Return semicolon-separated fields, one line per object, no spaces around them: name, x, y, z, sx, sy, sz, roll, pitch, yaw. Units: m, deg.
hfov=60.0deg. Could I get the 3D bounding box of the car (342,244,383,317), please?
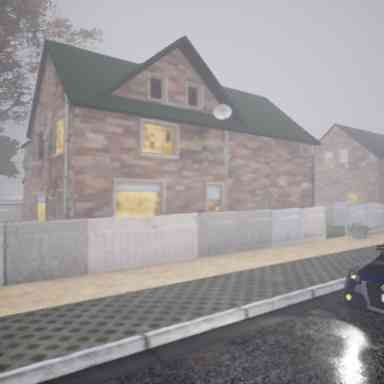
car;4.798;1.547;6.497;4.181;1.385;1.994;0;0;-36
